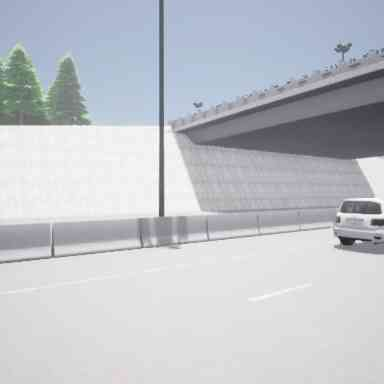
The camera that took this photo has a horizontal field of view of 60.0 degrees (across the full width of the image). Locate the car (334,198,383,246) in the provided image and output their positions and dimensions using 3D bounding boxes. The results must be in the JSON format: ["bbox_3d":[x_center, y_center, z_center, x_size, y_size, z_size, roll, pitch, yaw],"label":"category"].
[{"bbox_3d":[8.293,1.255,14.084,5.566,2.045,2.150,0,0,-35],"label":"car"}]
